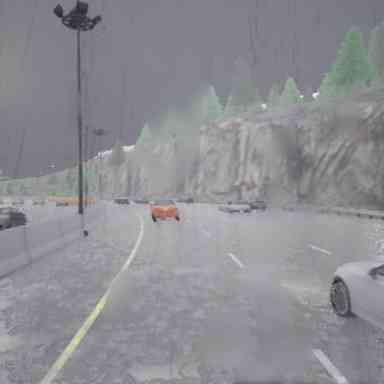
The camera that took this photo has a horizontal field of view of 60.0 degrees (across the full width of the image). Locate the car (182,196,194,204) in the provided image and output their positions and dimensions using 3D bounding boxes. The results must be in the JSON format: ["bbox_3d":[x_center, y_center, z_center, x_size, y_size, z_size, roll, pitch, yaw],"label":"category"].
[{"bbox_3d":[-1.256,1.502,61.865,1.837,1.490,4.892,1,-1,-23],"label":"car"}]

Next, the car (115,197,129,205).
[{"bbox_3d":[-13.446,1.646,63.373,1.882,1.535,5.008,0,0,-25],"label":"car"}]

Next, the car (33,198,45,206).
[{"bbox_3d":[-29.772,1.900,64.791,2.128,1.511,4.902,-1,0,-28],"label":"car"}]

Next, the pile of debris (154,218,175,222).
[{"bbox_3d":[-2.183,2.198,26.538,1.500,0.140,1.860,-1,0,-10],"label":"pile of debris"}]

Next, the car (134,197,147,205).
[{"bbox_3d":[-9.792,1.609,63.703,2.128,1.511,4.902,-1,0,-24],"label":"car"}]

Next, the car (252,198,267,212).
[{"bbox_3d":[6.543,1.387,37.030,2.128,1.511,4.902,-1,0,-14],"label":"car"}]

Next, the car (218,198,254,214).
[{"bbox_3d":[4.187,1.531,33.790,1.895,1.301,4.718,-1,0,-13],"label":"car"}]

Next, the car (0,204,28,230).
[{"bbox_3d":[-12.213,1.730,21.478,1.994,1.385,4.181,-1,0,-8],"label":"car"}]

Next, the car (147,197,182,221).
[{"bbox_3d":[-2.391,1.376,27.690,2.097,1.767,4.553,-1,0,-10],"label":"car"}]

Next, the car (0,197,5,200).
[{"bbox_3d":[-39.843,1.857,68.431,1.837,1.490,4.892,-1,0,-31],"label":"car"}]

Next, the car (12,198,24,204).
[{"bbox_3d":[-34.417,1.942,66.014,2.128,1.511,4.902,-1,0,-28],"label":"car"}]

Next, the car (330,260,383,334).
[{"bbox_3d":[3.546,1.475,4.340,1.812,1.442,4.674,-1,0,-2],"label":"car"}]

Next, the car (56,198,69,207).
[{"bbox_3d":[-21.832,1.768,56.176,1.882,1.535,5.008,-1,1,-23],"label":"car"}]
